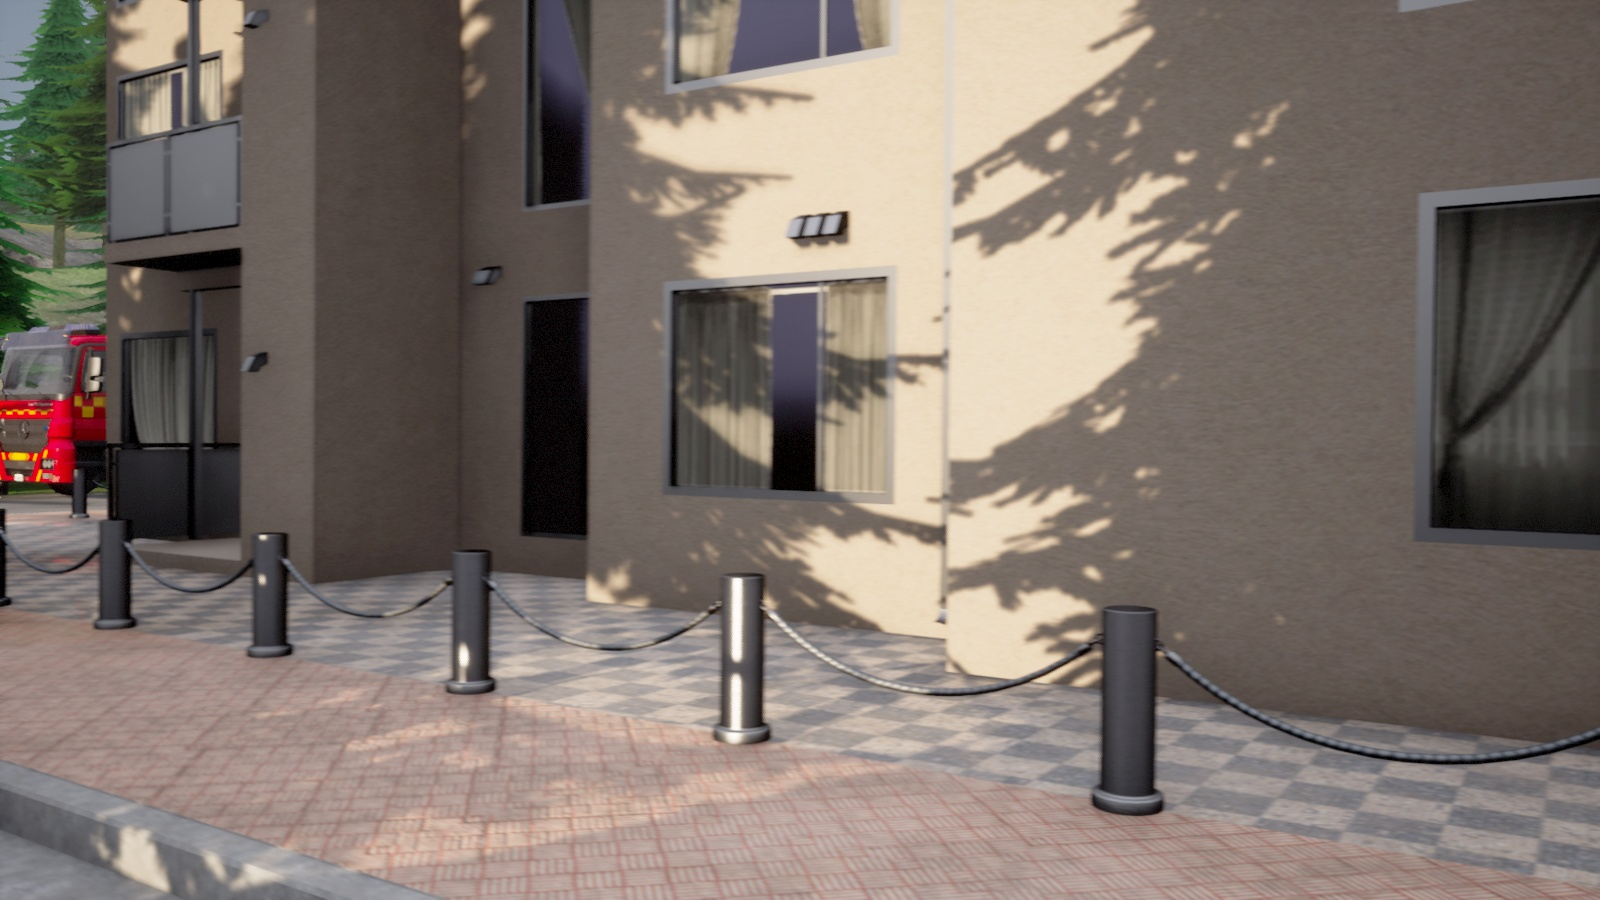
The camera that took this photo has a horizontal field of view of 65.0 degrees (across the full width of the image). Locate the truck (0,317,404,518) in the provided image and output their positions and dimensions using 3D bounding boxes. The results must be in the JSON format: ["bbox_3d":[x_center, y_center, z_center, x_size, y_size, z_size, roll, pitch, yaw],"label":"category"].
[{"bbox_3d":[-13.347,-0.684,28.320,2.891,3.827,8.468,0,1,33],"label":"truck"}]
